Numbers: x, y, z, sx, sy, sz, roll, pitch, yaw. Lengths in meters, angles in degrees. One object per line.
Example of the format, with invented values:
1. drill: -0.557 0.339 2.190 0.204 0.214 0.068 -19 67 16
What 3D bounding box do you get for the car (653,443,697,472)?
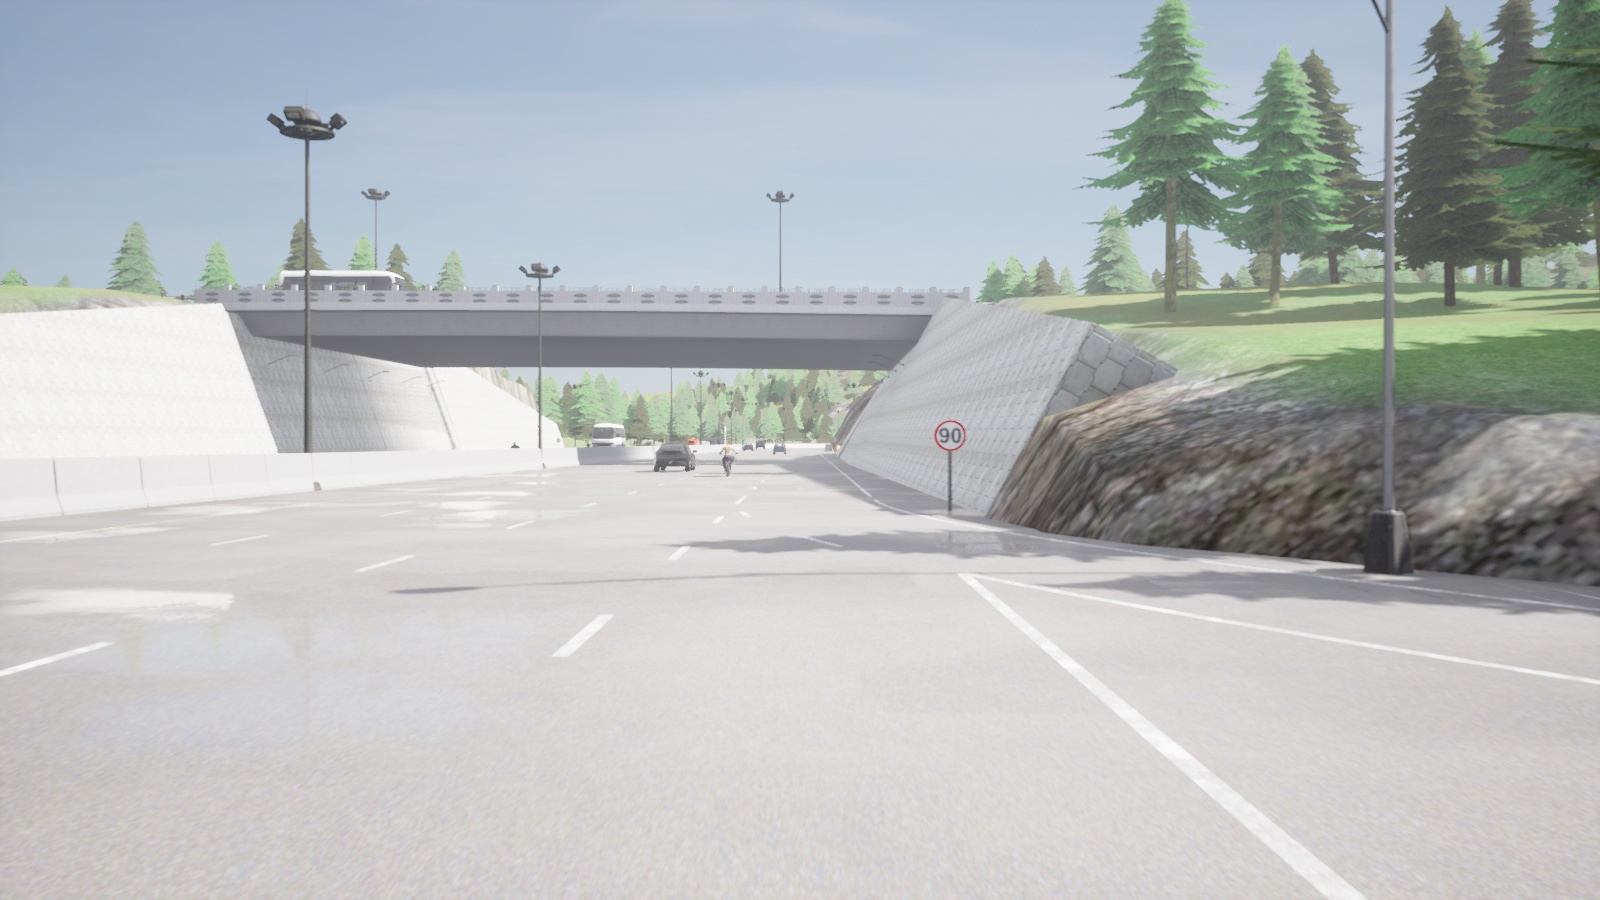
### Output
1. car: -6.606 0.371 66.617 1.837 1.490 4.892 0 0 0
